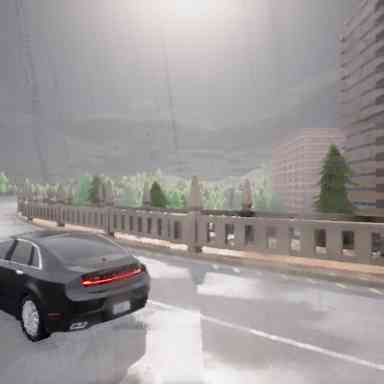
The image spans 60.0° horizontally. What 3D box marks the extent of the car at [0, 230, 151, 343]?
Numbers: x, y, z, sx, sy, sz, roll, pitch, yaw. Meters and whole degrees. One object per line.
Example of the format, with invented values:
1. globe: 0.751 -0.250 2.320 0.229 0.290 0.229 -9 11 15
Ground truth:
1. car: -2.893 1.519 6.578 4.892 1.490 1.837 -1 0 41
